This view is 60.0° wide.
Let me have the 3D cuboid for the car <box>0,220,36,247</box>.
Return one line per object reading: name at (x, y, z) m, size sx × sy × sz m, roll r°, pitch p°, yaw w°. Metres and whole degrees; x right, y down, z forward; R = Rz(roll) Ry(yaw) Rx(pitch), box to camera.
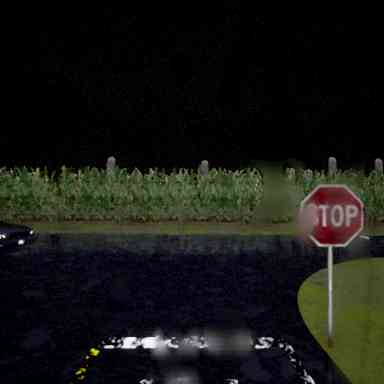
car at (-8.879, 1.451, 12.913) m, size 5.357 × 1.411 × 2.033 m, roll 0°, pitch -1°, yaw 13°
